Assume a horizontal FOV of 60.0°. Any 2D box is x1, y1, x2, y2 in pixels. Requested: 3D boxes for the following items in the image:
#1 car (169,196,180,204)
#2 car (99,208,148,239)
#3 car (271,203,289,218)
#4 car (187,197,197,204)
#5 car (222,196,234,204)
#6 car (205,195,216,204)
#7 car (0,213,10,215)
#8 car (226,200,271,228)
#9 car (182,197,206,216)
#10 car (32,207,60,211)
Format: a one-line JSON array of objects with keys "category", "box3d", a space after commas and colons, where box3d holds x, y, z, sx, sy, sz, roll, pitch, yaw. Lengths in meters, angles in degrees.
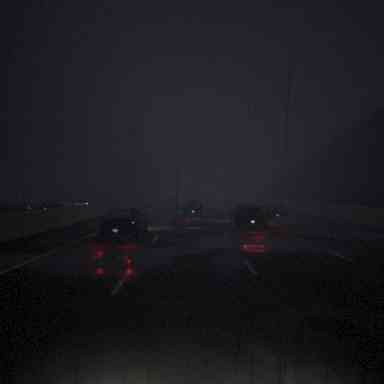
[{"category": "car", "box3d": [-3.431, 1.496, 65.414, 1.837, 1.490, 4.892, 0, 0, 0]}, {"category": "car", "box3d": [-3.401, 1.517, 17.033, 1.812, 1.442, 4.674, 0, 0, 0]}, {"category": "car", "box3d": [7.117, 1.620, 29.830, 1.895, 1.301, 4.718, 0, 0, 0]}, {"category": "car", "box3d": [0.041, 1.602, 65.842, 1.895, 1.301, 4.718, 0, 0, 0]}, {"category": "car", "box3d": [7.070, 1.497, 65.209, 1.882, 1.535, 5.008, 0, 0, 0]}, {"category": "car", "box3d": [3.573, 1.362, 65.331, 2.097, 1.767, 4.553, 0, 0, 0]}, {"category": "car", "box3d": [-17.584, 1.556, 31.211, 1.895, 1.301, 4.718, 0, 0, 0]}, {"category": "car", "box3d": [3.599, 1.514, 22.105, 1.837, 1.490, 4.892, 0, 0, 0]}, {"category": "car", "box3d": [0.093, 1.504, 32.426, 1.837, 1.490, 4.892, 0, 0, 0]}, {"category": "car", "box3d": [-14.084, 1.565, 32.461, 1.895, 1.301, 4.718, 0, 0, 0]}]
